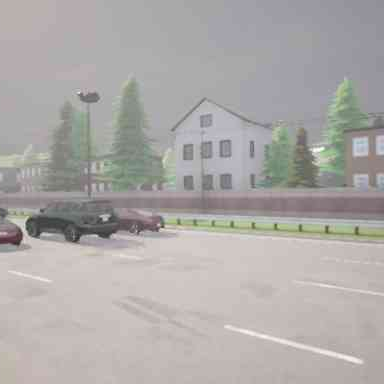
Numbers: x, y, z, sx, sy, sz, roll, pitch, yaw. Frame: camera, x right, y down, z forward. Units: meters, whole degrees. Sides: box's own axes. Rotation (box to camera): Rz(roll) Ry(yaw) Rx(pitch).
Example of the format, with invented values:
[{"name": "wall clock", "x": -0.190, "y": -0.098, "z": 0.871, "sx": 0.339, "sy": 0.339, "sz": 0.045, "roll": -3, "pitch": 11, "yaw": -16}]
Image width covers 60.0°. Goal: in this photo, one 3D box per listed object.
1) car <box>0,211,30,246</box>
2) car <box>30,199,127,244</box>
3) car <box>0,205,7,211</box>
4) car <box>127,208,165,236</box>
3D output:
[{"name": "car", "x": -9.523, "y": 1.723, "z": 15.075, "sx": 4.181, "sy": 1.385, "sz": 1.994, "roll": -1, "pitch": 0, "yaw": 36}, {"name": "car", "x": -6.207, "y": 1.368, "z": 17.008, "sx": 5.566, "sy": 2.045, "sz": 2.150, "roll": 0, "pitch": 0, "yaw": 36}, {"name": "car", "x": -18.600, "y": 1.820, "z": 30.144, "sx": 4.892, "sy": 1.490, "sz": 1.837, "roll": -1, "pitch": 0, "yaw": 36}, {"name": "car", "x": -3.676, "y": 1.663, "z": 19.494, "sx": 4.674, "sy": 1.442, "sz": 1.812, "roll": -1, "pitch": 0, "yaw": 35}]
